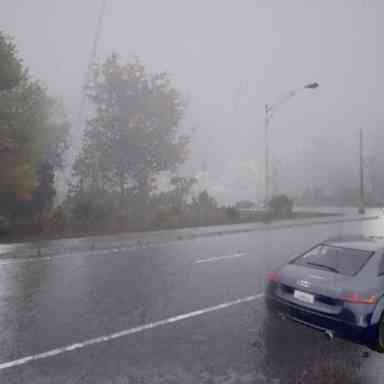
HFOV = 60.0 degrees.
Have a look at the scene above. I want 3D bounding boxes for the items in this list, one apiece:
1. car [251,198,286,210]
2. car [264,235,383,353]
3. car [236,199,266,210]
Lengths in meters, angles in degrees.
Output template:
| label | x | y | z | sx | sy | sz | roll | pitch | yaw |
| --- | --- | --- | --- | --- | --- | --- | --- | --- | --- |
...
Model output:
| label | x | y | z | sx | sy | sz | roll | pitch | yaw |
| --- | --- | --- | --- | --- | --- | --- | --- | --- | --- |
| car | 11.119 | 1.766 | 48.547 | 2.128 | 1.511 | 4.902 | 0 | -2 | -32 |
| car | 3.289 | 1.507 | 6.094 | 4.181 | 1.385 | 1.994 | -1 | 0 | -35 |
| car | 8.176 | 1.788 | 46.649 | 2.128 | 1.511 | 4.902 | 0 | -2 | -32 |
